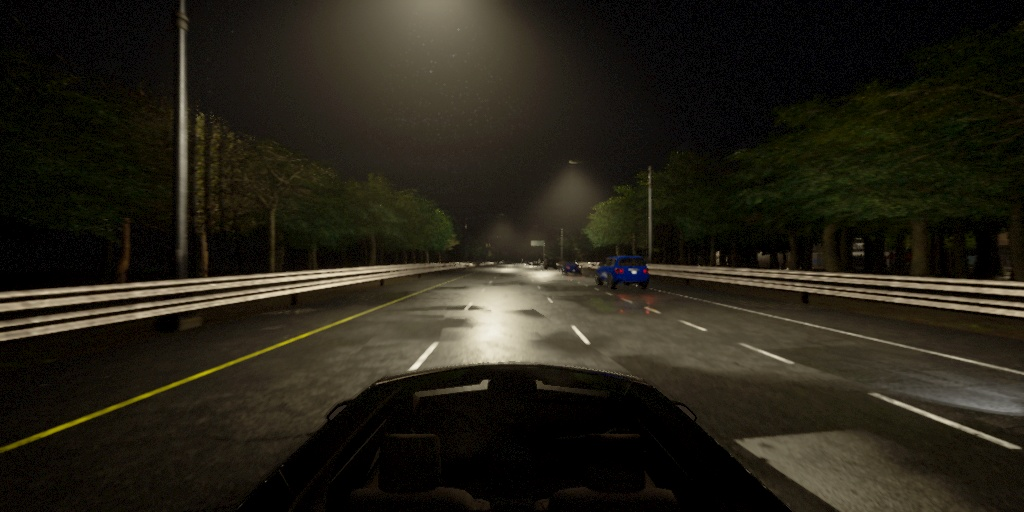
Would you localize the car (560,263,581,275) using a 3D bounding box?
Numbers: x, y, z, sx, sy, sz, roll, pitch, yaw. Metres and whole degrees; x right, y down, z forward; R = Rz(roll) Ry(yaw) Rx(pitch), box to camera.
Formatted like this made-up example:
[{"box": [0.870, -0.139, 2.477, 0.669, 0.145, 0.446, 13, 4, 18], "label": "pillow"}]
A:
[{"box": [7.079, 1.525, 43.242, 1.812, 1.442, 4.674, 0, -1, 0], "label": "car"}]

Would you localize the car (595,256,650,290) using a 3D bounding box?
[{"box": [7.017, 1.047, 23.285, 2.150, 2.045, 5.566, 0, 0, 0], "label": "car"}]
